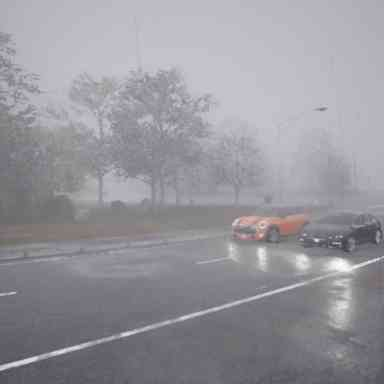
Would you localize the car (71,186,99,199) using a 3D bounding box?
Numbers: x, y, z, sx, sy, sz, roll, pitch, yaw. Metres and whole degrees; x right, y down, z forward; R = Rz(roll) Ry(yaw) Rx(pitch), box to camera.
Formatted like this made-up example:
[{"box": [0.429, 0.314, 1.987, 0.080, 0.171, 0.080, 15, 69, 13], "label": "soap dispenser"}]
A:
[{"box": [-20.090, 0.225, 61.196, 4.553, 1.767, 2.097, 1, 3, 26], "label": "car"}]

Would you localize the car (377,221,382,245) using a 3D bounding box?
[{"box": [7.713, 1.614, 10.344, 4.181, 1.385, 1.994, 0, 0, -41], "label": "car"}]

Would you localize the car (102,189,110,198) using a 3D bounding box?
[{"box": [-18.505, -0.076, 64.305, 5.566, 2.045, 2.150, 1, 3, 26], "label": "car"}]

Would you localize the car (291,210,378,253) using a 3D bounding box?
[{"box": [6.465, 1.579, 14.178, 4.892, 1.490, 1.837, 0, 0, -43], "label": "car"}]

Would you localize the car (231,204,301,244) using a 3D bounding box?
[{"box": [4.000, 1.452, 16.678, 4.553, 1.767, 2.097, 0, 0, -43], "label": "car"}]
